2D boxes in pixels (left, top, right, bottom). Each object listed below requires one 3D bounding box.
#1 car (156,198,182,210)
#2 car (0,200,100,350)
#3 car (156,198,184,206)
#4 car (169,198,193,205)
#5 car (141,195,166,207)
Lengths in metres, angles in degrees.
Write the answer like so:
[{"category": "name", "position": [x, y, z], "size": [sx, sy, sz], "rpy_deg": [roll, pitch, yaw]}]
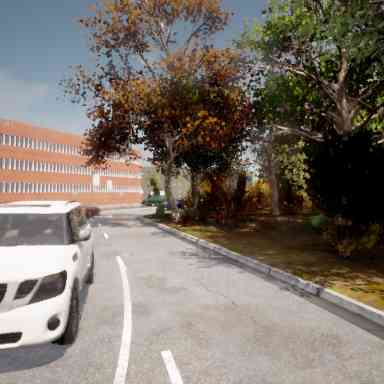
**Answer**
[{"category": "car", "position": [-2.684, 1.894, 45.915], "size": [1.895, 1.301, 4.718], "rpy_deg": [0, 0, 21]}, {"category": "car", "position": [-3.180, 1.227, 6.537], "size": [2.150, 2.045, 5.566], "rpy_deg": [0, 0, -12]}, {"category": "car", "position": [-4.219, 1.858, 64.040], "size": [5.008, 1.535, 2.097], "rpy_deg": [0, 0, 20]}, {"category": "car", "position": [-2.261, 1.919, 69.340], "size": [4.674, 1.452, 2.002], "rpy_deg": [0, 0, 20]}, {"category": "car", "position": [-6.197, 1.580, 58.746], "size": [5.566, 2.045, 2.435], "rpy_deg": [0, 0, 20]}]
